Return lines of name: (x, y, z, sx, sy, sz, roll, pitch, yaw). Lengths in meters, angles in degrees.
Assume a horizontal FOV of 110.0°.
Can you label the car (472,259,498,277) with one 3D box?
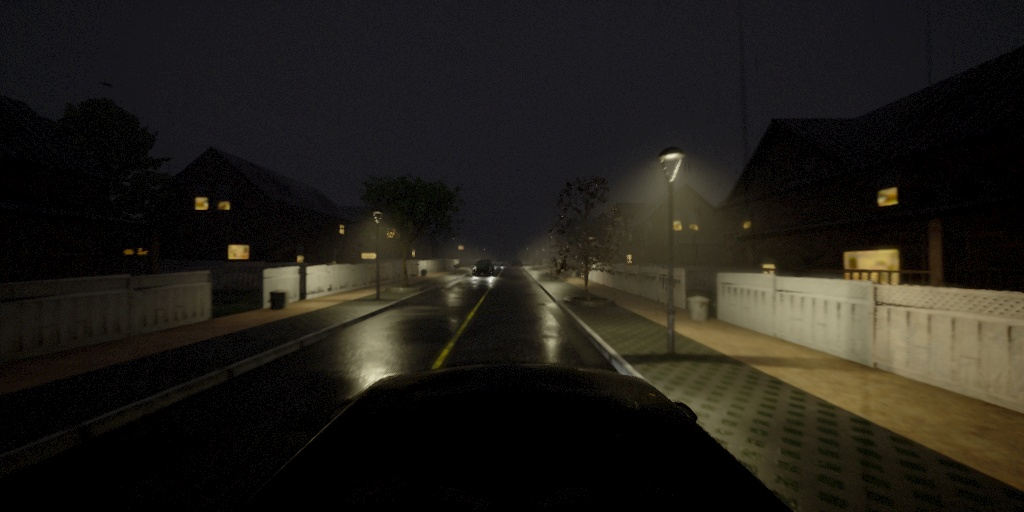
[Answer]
car: (-2.856, 1.144, 36.697, 2.097, 1.767, 4.553, 0, 0, 0)
